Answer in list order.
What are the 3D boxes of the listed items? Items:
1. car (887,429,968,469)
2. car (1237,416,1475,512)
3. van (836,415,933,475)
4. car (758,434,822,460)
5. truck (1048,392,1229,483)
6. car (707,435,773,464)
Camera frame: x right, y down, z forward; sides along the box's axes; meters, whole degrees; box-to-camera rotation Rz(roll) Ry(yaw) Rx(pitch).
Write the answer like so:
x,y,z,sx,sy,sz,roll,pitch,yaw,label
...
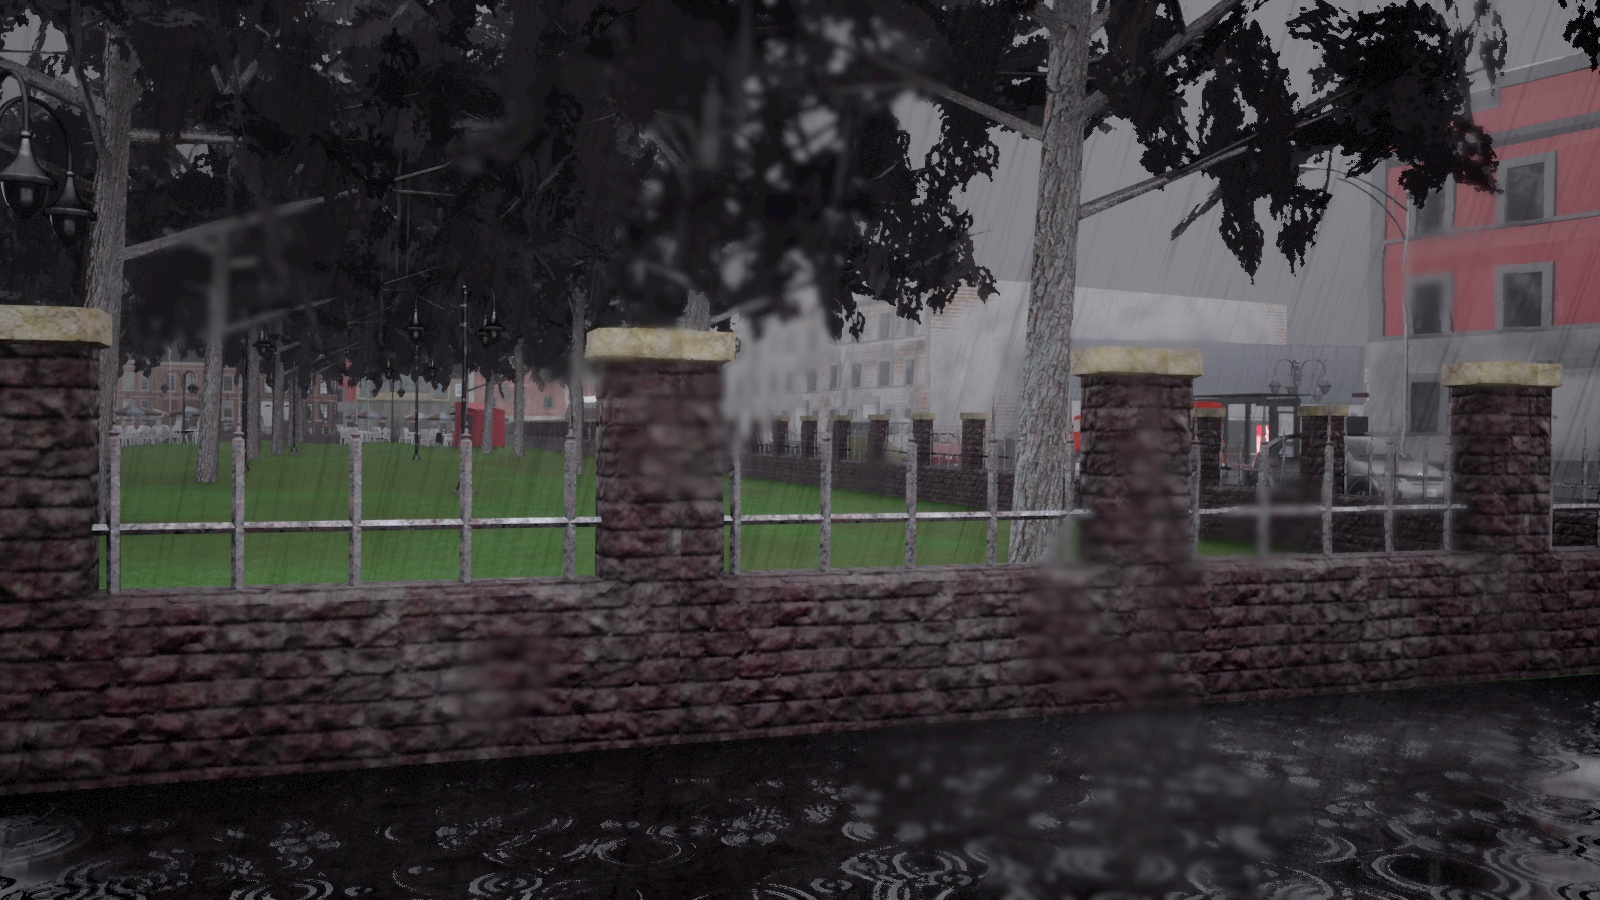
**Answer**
x,y,z,sx,sy,sz,roll,pitch,yaw,label
5.048,-0.058,50.169,1.845,1.501,3.633,-1,1,-20,car
10.278,0.203,23.553,1.851,1.617,3.988,-1,1,-19,car
2.913,-0.199,44.224,1.775,1.987,4.442,-1,1,-20,van
-0.578,-0.168,65.973,1.895,1.301,4.718,-1,1,-20,car
9.784,-0.393,36.828,2.627,2.467,5.204,-1,1,-20,truck
-2.956,-0.057,60.736,1.895,1.301,4.718,-1,1,-20,car
